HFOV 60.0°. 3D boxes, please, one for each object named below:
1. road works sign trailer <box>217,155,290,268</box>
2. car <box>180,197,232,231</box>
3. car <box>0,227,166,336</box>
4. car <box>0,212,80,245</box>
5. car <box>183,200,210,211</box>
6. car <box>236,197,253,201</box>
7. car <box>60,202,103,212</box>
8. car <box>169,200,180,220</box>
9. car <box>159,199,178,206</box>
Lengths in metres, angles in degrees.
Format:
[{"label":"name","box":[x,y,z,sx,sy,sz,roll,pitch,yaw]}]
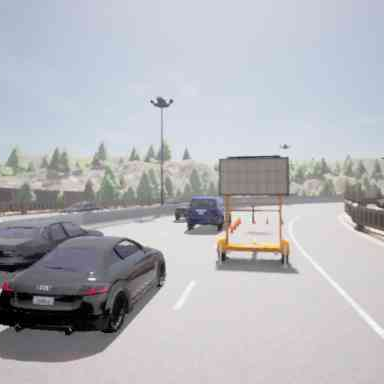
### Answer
[{"label":"road works sign trailer","box":[2.171,0.531,11.727,2.380,3.560,2.880,0,0,13]},{"label":"car","box":[1.259,1.346,22.010,2.150,2.045,5.566,0,0,16]},{"label":"car","box":[-1.896,1.614,6.971,1.994,1.385,4.181,0,0,9]},{"label":"car","box":[-4.776,1.633,10.966,2.033,1.411,5.357,0,0,10]},{"label":"car","box":[0.696,1.898,47.879,1.895,1.301,4.718,-1,-1,30]},{"label":"car","box":[10.543,1.740,67.182,2.097,1.767,4.553,-1,-1,41]},{"label":"car","box":[-10.504,1.748,31.768,1.837,1.490,4.892,-1,-1,20]},{"label":"car","box":[0.007,1.679,29.464,1.837,1.490,4.892,-1,0,19]},{"label":"car","box":[-3.387,1.870,54.534,2.128,1.511,4.902,-1,-1,33]}]
